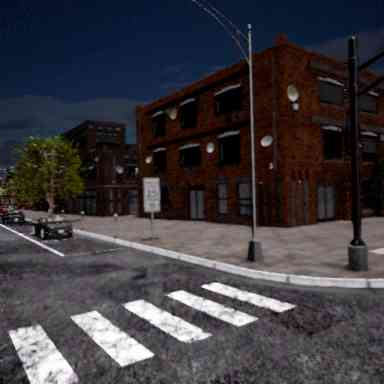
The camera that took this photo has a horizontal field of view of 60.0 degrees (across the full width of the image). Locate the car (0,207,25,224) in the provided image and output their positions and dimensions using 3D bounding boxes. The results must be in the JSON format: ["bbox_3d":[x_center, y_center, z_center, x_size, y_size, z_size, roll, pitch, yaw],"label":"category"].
[{"bbox_3d":[-17.935,2.437,33.461,2.008,1.369,4.403,-3,0,-35],"label":"car"}]

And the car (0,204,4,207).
[{"bbox_3d":[-27.984,2.629,47.592,2.192,1.841,5.009,-3,0,-35],"label":"car"}]

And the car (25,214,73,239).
[{"bbox_3d":[-8.661,2.041,20.590,2.008,1.369,4.403,-3,0,-35],"label":"car"}]
